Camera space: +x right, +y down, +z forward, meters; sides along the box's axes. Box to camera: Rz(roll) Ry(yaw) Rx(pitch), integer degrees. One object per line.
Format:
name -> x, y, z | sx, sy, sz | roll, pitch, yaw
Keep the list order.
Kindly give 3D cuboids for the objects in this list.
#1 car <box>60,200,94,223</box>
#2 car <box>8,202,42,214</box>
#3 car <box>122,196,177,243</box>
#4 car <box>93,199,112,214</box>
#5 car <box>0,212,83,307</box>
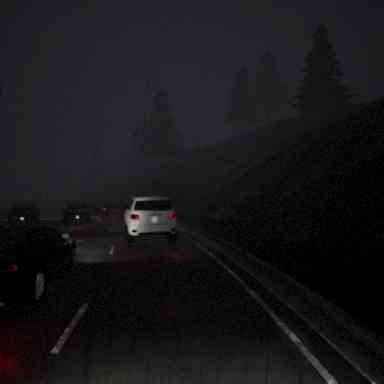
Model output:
car -> -8.883, 1.498, 25.388 | 1.837, 1.490, 4.892 | 0, 0, -22
car -> -12.240, 1.522, 24.372 | 1.837, 1.490, 4.892 | 0, 0, -23
car -> -2.158, 1.194, 16.333 | 2.150, 2.045, 5.566 | 0, 0, -13
car -> -9.806, 1.500, 34.981 | 1.812, 1.442, 4.674 | 0, 0, -29
car -> -4.176, 1.484, 7.977 | 1.882, 1.535, 5.008 | 0, 0, -7
